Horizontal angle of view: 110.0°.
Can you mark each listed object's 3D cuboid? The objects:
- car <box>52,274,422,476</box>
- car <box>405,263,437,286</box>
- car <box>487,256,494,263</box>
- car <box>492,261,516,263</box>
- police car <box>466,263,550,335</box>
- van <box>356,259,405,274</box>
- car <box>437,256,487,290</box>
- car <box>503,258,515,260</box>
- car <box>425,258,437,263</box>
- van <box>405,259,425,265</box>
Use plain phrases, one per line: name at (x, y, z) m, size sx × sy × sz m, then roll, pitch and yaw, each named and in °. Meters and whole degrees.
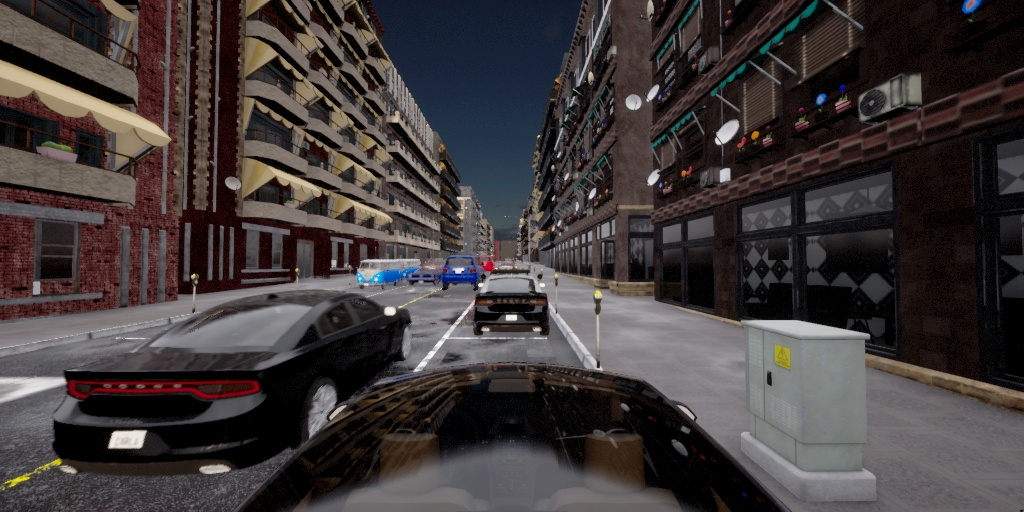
car at (-2.925, 1.229, 5.203) m, size 1.882 × 1.535 × 5.008 m, roll 0°, pitch 0°, yaw 0°
car at (-5.870, 1.373, 25.351) m, size 1.895 × 1.301 × 4.718 m, roll 0°, pitch 0°, yaw 0°
car at (-2.923, 1.022, 39.378) m, size 2.150 × 2.045 × 5.566 m, roll 0°, pitch 0°, yaw 0°
car at (-0.453, 1.322, 28.072) m, size 1.888 × 1.381 × 4.507 m, roll 0°, pitch 0°, yaw 0°
police car at (-0.012, 1.180, 10.613) m, size 1.930 × 1.638 × 5.238 m, roll 0°, pitch 0°, yaw 0°
van at (-8.335, 1.108, 22.603) m, size 1.690 × 1.789 × 3.998 m, roll 0°, pitch 0°, yaw 0°
car at (-3.016, 0.990, 22.884) m, size 2.150 × 2.045 × 5.566 m, roll 0°, pitch 0°, yaw 0°
car at (-0.446, 1.240, 39.134) m, size 1.967 × 1.591 × 4.097 m, roll 0°, pitch 0°, yaw 0°
car at (-8.336, 1.115, 39.194) m, size 2.192 × 1.841 × 5.009 m, roll 0°, pitch 0°, yaw 0°
van at (-8.336, 1.118, 28.134) m, size 1.690 × 1.789 × 3.998 m, roll 0°, pitch 0°, yaw 0°
